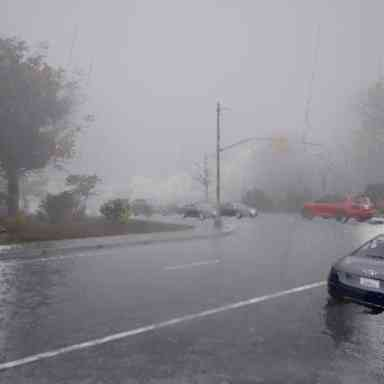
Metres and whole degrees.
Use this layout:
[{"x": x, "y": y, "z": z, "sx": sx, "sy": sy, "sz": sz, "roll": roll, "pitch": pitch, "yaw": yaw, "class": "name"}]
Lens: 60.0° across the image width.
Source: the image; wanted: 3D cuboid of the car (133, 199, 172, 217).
[{"x": -4.711, "y": 1.735, "z": 37.016, "sx": 2.150, "sy": 2.045, "sz": 5.566, "roll": 0, "pitch": -3, "yaw": -33, "class": "car"}]

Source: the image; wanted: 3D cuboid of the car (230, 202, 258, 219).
[{"x": 3.844, "y": 1.638, "z": 30.212, "sx": 2.128, "sy": 1.511, "sz": 4.902, "roll": 0, "pitch": -1, "yaw": -34, "class": "car"}]

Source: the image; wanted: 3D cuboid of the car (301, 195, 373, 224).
[{"x": 10.885, "y": 1.236, "z": 25.368, "sx": 2.150, "sy": 2.045, "sz": 5.566, "roll": 1, "pitch": -1, "yaw": -25, "class": "car"}]

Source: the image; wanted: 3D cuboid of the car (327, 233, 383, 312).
[{"x": 4.735, "y": 1.563, "z": 7.036, "sx": 4.181, "sy": 1.385, "sz": 1.994, "roll": 0, "pitch": 0, "yaw": -36, "class": "car"}]

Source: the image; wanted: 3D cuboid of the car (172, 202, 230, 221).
[{"x": 0.681, "y": 1.649, "z": 28.673, "sx": 2.128, "sy": 1.511, "sz": 4.902, "roll": 0, "pitch": -1, "yaw": -33, "class": "car"}]

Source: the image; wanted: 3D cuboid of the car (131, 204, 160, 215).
[{"x": -6.605, "y": 2.453, "z": 46.412, "sx": 2.128, "sy": 1.511, "sz": 4.902, "roll": 0, "pitch": -3, "yaw": -33, "class": "car"}]

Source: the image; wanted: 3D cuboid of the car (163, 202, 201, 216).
[{"x": -1.246, "y": 1.961, "z": 38.107, "sx": 2.128, "sy": 1.511, "sz": 4.902, "roll": 0, "pitch": -3, "yaw": -33, "class": "car"}]
